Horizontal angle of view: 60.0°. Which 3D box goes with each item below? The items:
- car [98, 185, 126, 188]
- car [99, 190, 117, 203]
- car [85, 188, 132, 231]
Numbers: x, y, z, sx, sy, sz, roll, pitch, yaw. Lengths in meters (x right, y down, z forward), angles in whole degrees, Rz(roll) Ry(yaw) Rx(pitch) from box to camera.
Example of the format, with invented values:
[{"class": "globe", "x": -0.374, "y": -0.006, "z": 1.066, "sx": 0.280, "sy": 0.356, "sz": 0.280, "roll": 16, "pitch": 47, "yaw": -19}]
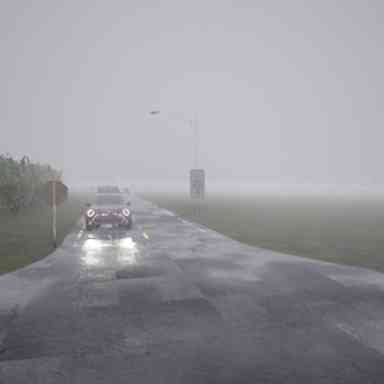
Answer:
[{"class": "car", "x": -6.889, "y": 0.474, "z": 27.382, "sx": 2.150, "sy": 2.045, "sz": 5.566, "roll": -1, "pitch": 1, "yaw": -14}, {"class": "car", "x": -10.148, "y": 0.449, "z": 40.206, "sx": 1.994, "sy": 1.385, "sz": 4.181, "roll": 0, "pitch": 2, "yaw": -14}, {"class": "car", "x": -4.300, "y": 0.893, "z": 17.190, "sx": 2.097, "sy": 1.767, "sz": 4.553, "roll": -1, "pitch": 2, "yaw": -14}]
